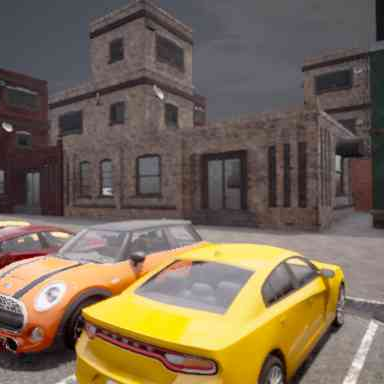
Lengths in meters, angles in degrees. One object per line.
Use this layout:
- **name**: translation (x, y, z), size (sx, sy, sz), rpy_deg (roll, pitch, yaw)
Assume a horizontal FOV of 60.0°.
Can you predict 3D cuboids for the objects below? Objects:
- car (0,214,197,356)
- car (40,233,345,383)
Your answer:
- **car**: translation (-1.444, 1.386, 6.424), size (2.185, 1.767, 4.553), rpy_deg (0, 0, 36)
- **car**: translation (0.800, 1.493, 4.780), size (2.097, 1.535, 5.008), rpy_deg (0, 0, 35)
